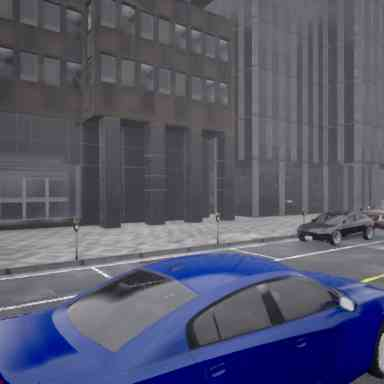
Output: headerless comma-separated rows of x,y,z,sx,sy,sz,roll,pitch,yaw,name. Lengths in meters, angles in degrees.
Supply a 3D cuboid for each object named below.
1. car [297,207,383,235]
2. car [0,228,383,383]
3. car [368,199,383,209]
6.687,1.565,15.285,4.313,1.339,1.947,0,0,-35,car
0.521,1.477,3.806,5.008,1.535,1.882,0,0,-36,car
11.275,1.314,18.559,5.009,1.841,2.192,0,0,-35,car
